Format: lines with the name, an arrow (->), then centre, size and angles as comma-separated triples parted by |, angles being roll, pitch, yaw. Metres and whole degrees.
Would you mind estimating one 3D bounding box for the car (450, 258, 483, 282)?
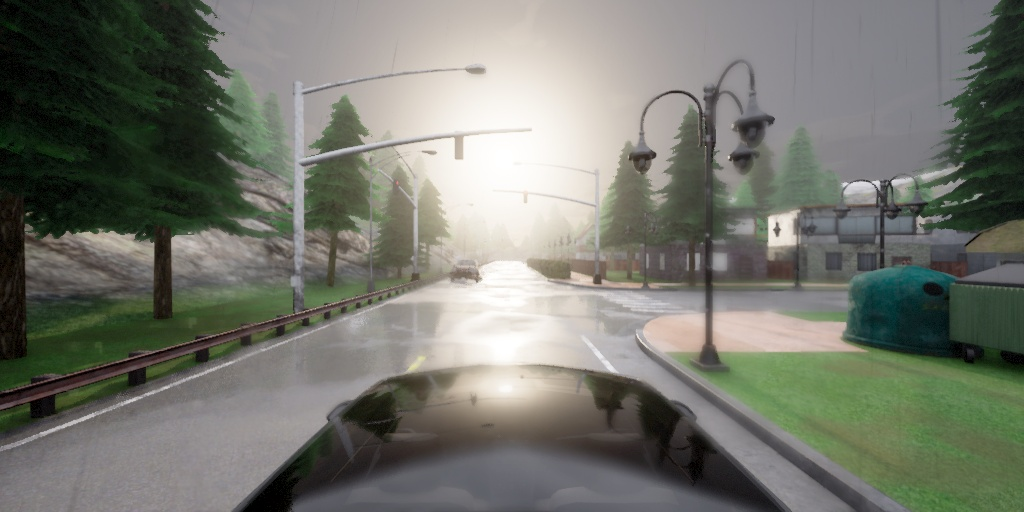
car -> -3.499, 1.028, 28.086 | 2.097, 1.767, 4.553 | 0, 0, 0
